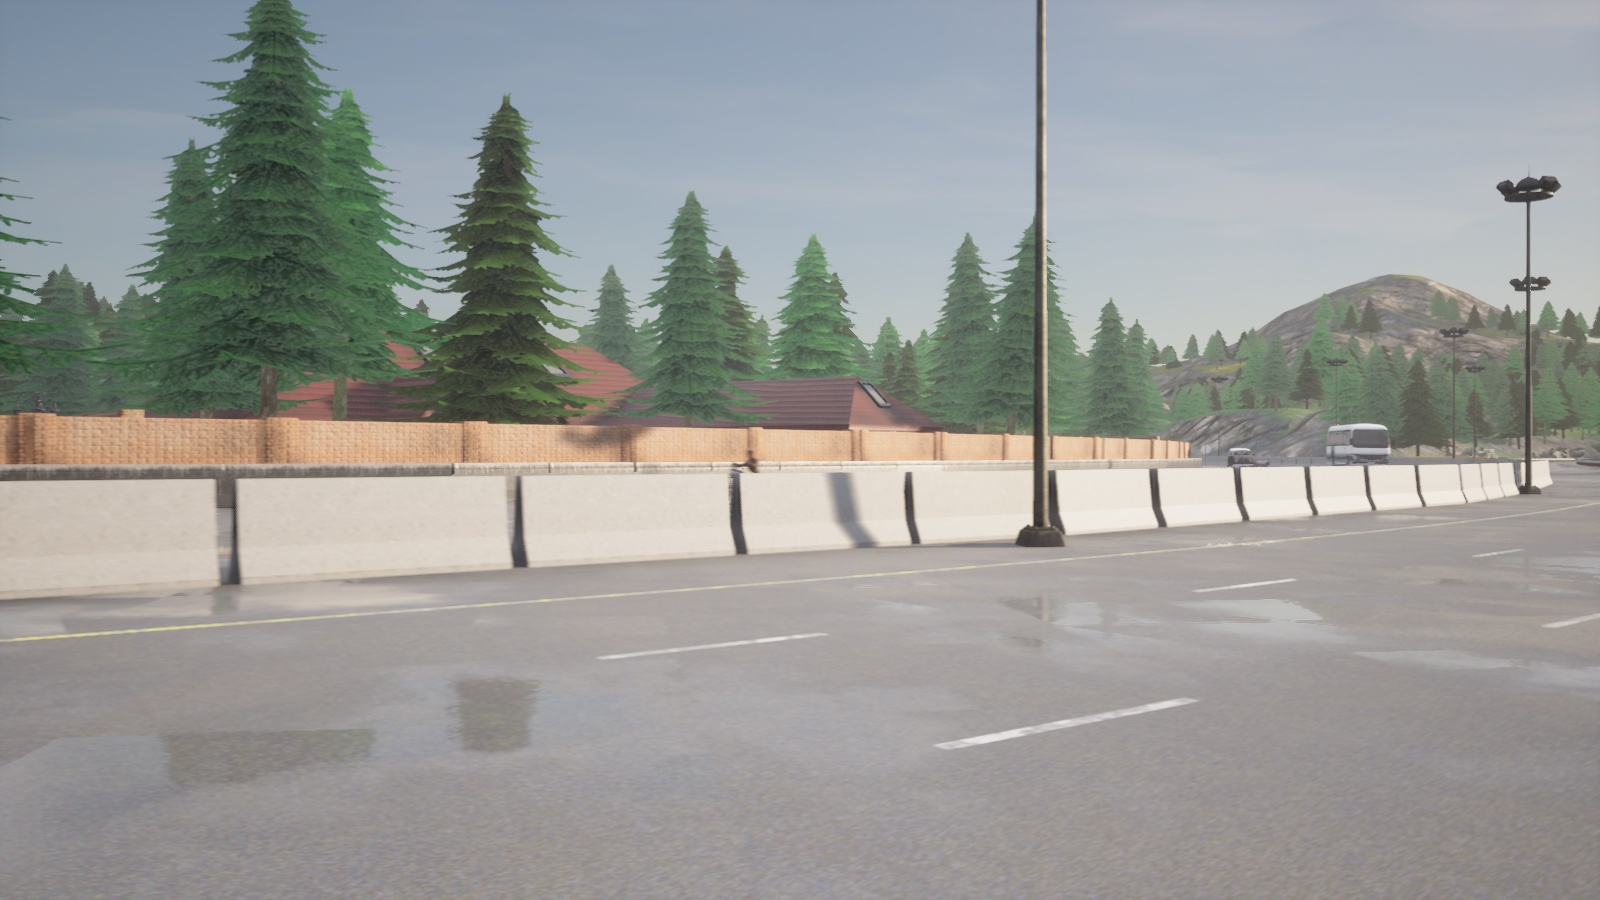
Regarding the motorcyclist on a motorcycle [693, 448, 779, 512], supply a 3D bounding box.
[{"bbox_3d":[-1.702,0.791,33.845,2.350,1.649,0.766,0,-1,-42],"label":"motorcyclist on a motorcycle"}]
